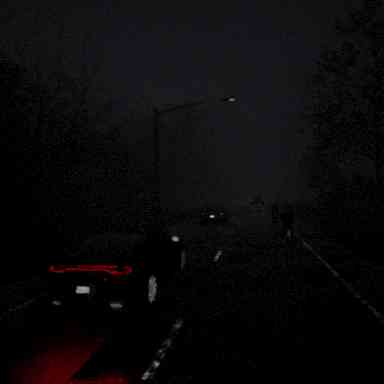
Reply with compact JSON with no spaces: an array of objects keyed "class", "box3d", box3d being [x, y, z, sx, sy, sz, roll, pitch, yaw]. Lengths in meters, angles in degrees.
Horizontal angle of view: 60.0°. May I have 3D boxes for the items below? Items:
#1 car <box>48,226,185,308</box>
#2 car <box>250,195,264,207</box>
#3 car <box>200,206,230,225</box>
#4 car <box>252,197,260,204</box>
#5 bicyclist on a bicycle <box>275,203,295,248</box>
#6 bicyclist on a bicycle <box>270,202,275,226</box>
[{"class":"car","box3d":[-1.476,1.586,8.305,1.882,1.535,5.008,-1,0,11]},{"class":"car","box3d":[11.051,1.465,56.474,2.150,2.045,5.566,-1,0,10]},{"class":"car","box3d":[1.821,1.752,25.994,1.994,1.385,4.181,-1,-1,11]},{"class":"car","box3d":[13.913,1.842,72.344,1.812,1.442,4.674,-1,-1,11]},{"class":"bicyclist on a bicycle","box3d":[4.024,1.401,14.008,0.659,1.776,1.843,-1,0,10]},{"class":"bicyclist on a bicycle","box3d":[5.640,1.522,22.664,0.582,1.620,1.656,-1,-1,10]}]
